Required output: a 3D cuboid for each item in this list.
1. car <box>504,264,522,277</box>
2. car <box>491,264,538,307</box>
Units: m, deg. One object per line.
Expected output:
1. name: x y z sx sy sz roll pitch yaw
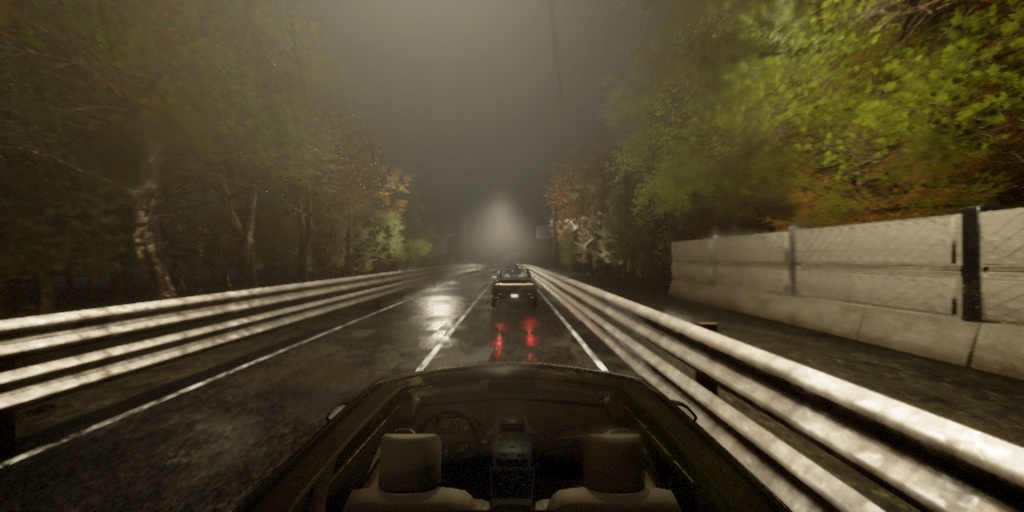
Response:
1. car: 0.095 1.674 41.902 1.994 1.385 4.181 0 -1 0
2. car: 0.096 1.293 15.822 2.128 1.511 4.902 0 0 0
